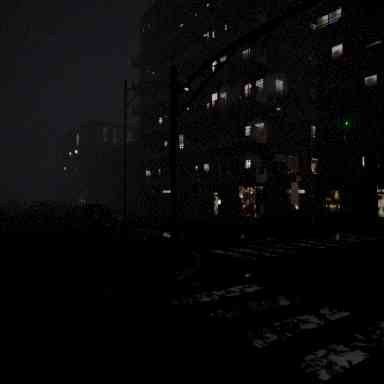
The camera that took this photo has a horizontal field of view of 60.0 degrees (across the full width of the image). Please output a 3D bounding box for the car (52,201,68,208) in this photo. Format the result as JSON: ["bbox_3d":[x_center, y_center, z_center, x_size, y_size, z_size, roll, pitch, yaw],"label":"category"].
[{"bbox_3d":[-26.501,2.463,66.637,1.887,1.381,4.507,-1,0,-35],"label":"car"}]

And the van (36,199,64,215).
[{"bbox_3d":[-17.105,1.901,39.860,1.690,1.788,3.998,-1,0,-35],"label":"van"}]

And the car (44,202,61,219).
[{"bbox_3d":[-13.896,2.037,35.359,2.008,1.369,4.403,-1,0,-35],"label":"car"}]

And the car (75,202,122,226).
[{"bbox_3d":[-7.487,1.777,26.360,1.967,1.590,4.097,-1,0,-35],"label":"car"}]

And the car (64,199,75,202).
[{"bbox_3d":[-23.301,2.161,62.140,2.192,1.841,5.009,-1,0,-35],"label":"car"}]

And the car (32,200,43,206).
[{"bbox_3d":[-39.313,2.775,84.625,1.947,1.339,4.313,-1,0,-35],"label":"car"}]

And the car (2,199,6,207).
[{"bbox_3d":[-36.334,2.543,66.860,1.887,1.381,4.507,-1,0,-35],"label":"car"}]

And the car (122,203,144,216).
[{"bbox_3d":[-7.380,2.006,39.793,1.752,1.417,4.829,-1,0,-35],"label":"car"}]

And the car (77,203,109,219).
[{"bbox_3d":[-10.452,1.982,34.964,1.812,1.442,4.674,0,-1,-35],"label":"car"}]

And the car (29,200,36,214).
[{"bbox_3d":[-20.309,2.074,44.360,1.967,1.590,4.097,-1,0,-35],"label":"car"}]

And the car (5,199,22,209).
[{"bbox_3d":[-33.131,2.366,62.360,1.967,1.590,4.097,-1,0,-35],"label":"car"}]

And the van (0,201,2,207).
[{"bbox_3d":[-39.543,2.412,71.360,1.690,1.788,3.998,-1,0,-35],"label":"van"}]

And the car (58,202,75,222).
[{"bbox_3d":[-10.593,1.934,30.721,1.752,1.417,4.829,-1,0,-35],"label":"car"}]

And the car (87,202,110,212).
[{"bbox_3d":[-13.687,2.192,48.649,1.947,1.339,4.313,-1,0,-35],"label":"car"}]

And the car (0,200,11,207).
[{"bbox_3d":[-42.647,2.667,75.721,1.752,1.417,4.829,-1,0,-35],"label":"car"}]
